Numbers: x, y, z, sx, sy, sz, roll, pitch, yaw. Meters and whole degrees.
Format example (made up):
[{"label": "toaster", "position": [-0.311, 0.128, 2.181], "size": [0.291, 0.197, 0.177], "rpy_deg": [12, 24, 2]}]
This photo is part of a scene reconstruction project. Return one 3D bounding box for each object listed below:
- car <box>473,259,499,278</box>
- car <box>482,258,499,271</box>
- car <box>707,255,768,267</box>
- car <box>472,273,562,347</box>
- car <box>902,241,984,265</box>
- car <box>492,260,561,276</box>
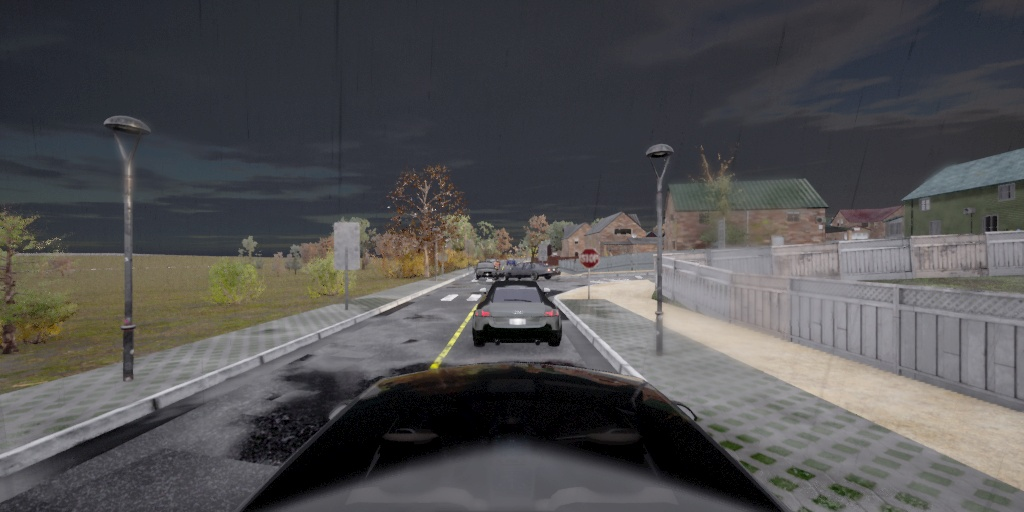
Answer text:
[{"label": "car", "position": [-2.324, 1.255, 31.263], "size": [1.837, 1.490, 4.892], "rpy_deg": [0, 0, -8]}, {"label": "car", "position": [-2.969, 1.116, 51.080], "size": [2.097, 1.767, 4.553], "rpy_deg": [0, 0, 0]}, {"label": "car", "position": [14.336, 0.411, 22.770], "size": [4.181, 1.385, 1.994], "rpy_deg": [-3, 0, 16]}, {"label": "car", "position": [0.084, 1.313, 9.343], "size": [1.994, 1.385, 4.181], "rpy_deg": [0, 0, -1]}, {"label": "car", "position": [23.842, -0.210, 20.372], "size": [4.902, 1.511, 2.128], "rpy_deg": [-3, 0, 14]}, {"label": "car", "position": [1.271, 1.195, 28.361], "size": [5.357, 1.411, 2.033], "rpy_deg": [-4, -3, 43]}]
